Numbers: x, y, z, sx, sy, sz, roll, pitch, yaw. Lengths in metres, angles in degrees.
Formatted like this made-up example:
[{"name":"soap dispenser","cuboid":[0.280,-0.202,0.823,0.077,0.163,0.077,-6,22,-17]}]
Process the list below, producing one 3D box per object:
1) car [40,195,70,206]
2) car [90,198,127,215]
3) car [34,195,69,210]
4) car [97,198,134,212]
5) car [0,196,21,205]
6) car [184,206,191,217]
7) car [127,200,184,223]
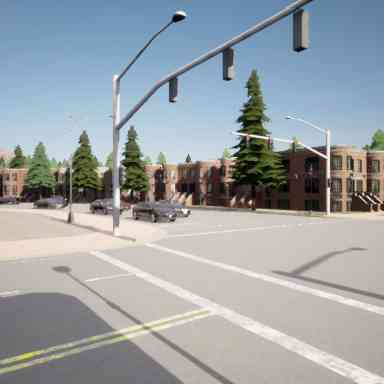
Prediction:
[{"name":"car","cuboid":[-23.239,1.352,56.492,4.553,1.767,2.097,0,0,21]},{"name":"car","cuboid":[-8.646,1.492,33.415,2.128,1.511,4.902,0,0,-39]},{"name":"car","cuboid":[-18.282,1.527,42.372,4.674,1.442,1.812,1,0,33]},{"name":"car","cuboid":[-9.076,1.478,39.193,5.008,1.535,1.882,0,0,45]},{"name":"car","cuboid":[-32.922,1.492,58.961,4.902,1.511,2.128,0,0,9]},{"name":"car","cuboid":[-2.045,1.491,30.563,2.128,1.511,4.902,0,0,-37]},{"name":"car","cuboid":[-3.000,1.505,26.015,1.837,1.490,4.892,0,0,-36]}]
